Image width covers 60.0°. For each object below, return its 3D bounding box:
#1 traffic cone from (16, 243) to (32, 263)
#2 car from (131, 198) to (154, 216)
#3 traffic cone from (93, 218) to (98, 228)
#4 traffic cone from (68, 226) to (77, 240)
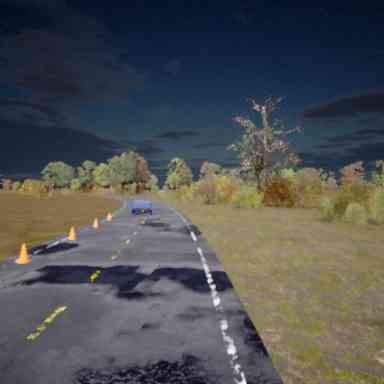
[{"bbox_3d":[-5.322,1.918,10.534,0.340,0.580,0.340,0,0,-2],"label":"traffic cone"},{"bbox_3d":[-4.648,1.353,31.149,1.882,1.535,5.008,0,0,-9],"label":"car"},{"bbox_3d":[-5.895,1.878,20.423,0.340,0.580,0.340,0,0,-4],"label":"traffic cone"},{"bbox_3d":[-5.566,1.898,15.481,0.340,0.580,0.340,0,0,-3],"label":"traffic cone"}]
